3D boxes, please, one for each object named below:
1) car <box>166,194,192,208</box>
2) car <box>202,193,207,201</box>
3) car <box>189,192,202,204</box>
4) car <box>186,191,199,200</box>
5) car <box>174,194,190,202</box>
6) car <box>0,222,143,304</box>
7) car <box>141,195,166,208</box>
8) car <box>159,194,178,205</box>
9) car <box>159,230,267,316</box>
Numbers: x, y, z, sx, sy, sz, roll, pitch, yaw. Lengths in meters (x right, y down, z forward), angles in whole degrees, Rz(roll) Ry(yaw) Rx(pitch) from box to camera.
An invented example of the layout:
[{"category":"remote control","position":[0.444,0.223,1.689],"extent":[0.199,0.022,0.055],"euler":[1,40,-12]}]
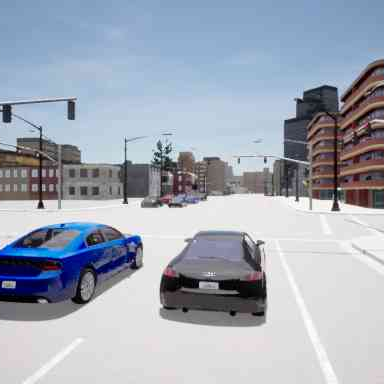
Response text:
[{"category":"car","position":[-1.925,1.409,46.886],"extent":[2.033,1.411,5.357],"euler":[0,1,11]},{"category":"car","position":[1.867,1.052,66.114],"extent":[1.837,1.490,4.892],"euler":[0,1,12]},{"category":"car","position":[-0.091,1.249,56.291],"extent":[1.812,1.442,4.674],"euler":[0,1,11]},{"category":"car","position":[0.048,0.752,74.930],"extent":[2.097,1.767,4.553],"euler":[0,1,11]},{"category":"car","position":[-1.895,1.125,65.126],"extent":[2.033,1.411,5.357],"euler":[0,1,11]},{"category":"car","position":[-2.748,1.478,8.283],"extent":[1.882,1.535,5.008],"euler":[0,0,11]},{"category":"car","position":[-5.561,1.230,46.508],"extent":[2.097,1.767,4.553],"euler":[0,1,11]},{"category":"car","position":[-3.800,1.226,55.474],"extent":[1.882,1.535,5.008],"euler":[0,1,11]},{"category":"car","position":[0.689,1.564,7.637],"extent":[1.994,1.385,4.181],"euler":[0,0,12]}]
